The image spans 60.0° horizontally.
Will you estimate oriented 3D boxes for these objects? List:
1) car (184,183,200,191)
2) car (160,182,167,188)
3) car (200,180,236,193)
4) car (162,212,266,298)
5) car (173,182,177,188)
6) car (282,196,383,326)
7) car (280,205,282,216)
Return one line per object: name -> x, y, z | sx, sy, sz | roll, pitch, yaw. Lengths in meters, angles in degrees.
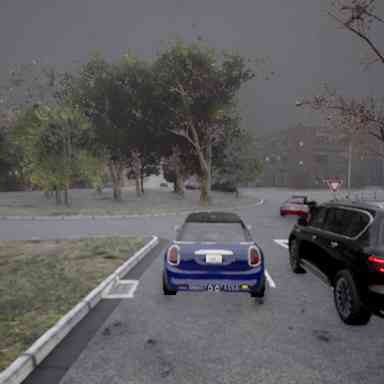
car -> 0.039, -0.983, 62.415 | 1.895, 1.301, 4.718 | -1, 3, -19
car -> -7.054, -1.742, 82.673 | 1.837, 1.490, 4.892 | 0, 1, -5
car -> 4.444, -0.873, 52.892 | 2.150, 2.045, 5.566 | -2, 4, -44
car -> 0.538, 1.281, 8.582 | 2.097, 1.767, 4.553 | 0, 1, 3
car -> -3.789, -1.717, 82.722 | 2.033, 1.411, 5.357 | 0, 1, -5
car -> 3.690, 1.180, 7.100 | 2.150, 2.045, 5.566 | 0, 1, 3
car -> 7.819, 0.970, 23.876 | 1.994, 1.385, 4.181 | 2, 3, 33
